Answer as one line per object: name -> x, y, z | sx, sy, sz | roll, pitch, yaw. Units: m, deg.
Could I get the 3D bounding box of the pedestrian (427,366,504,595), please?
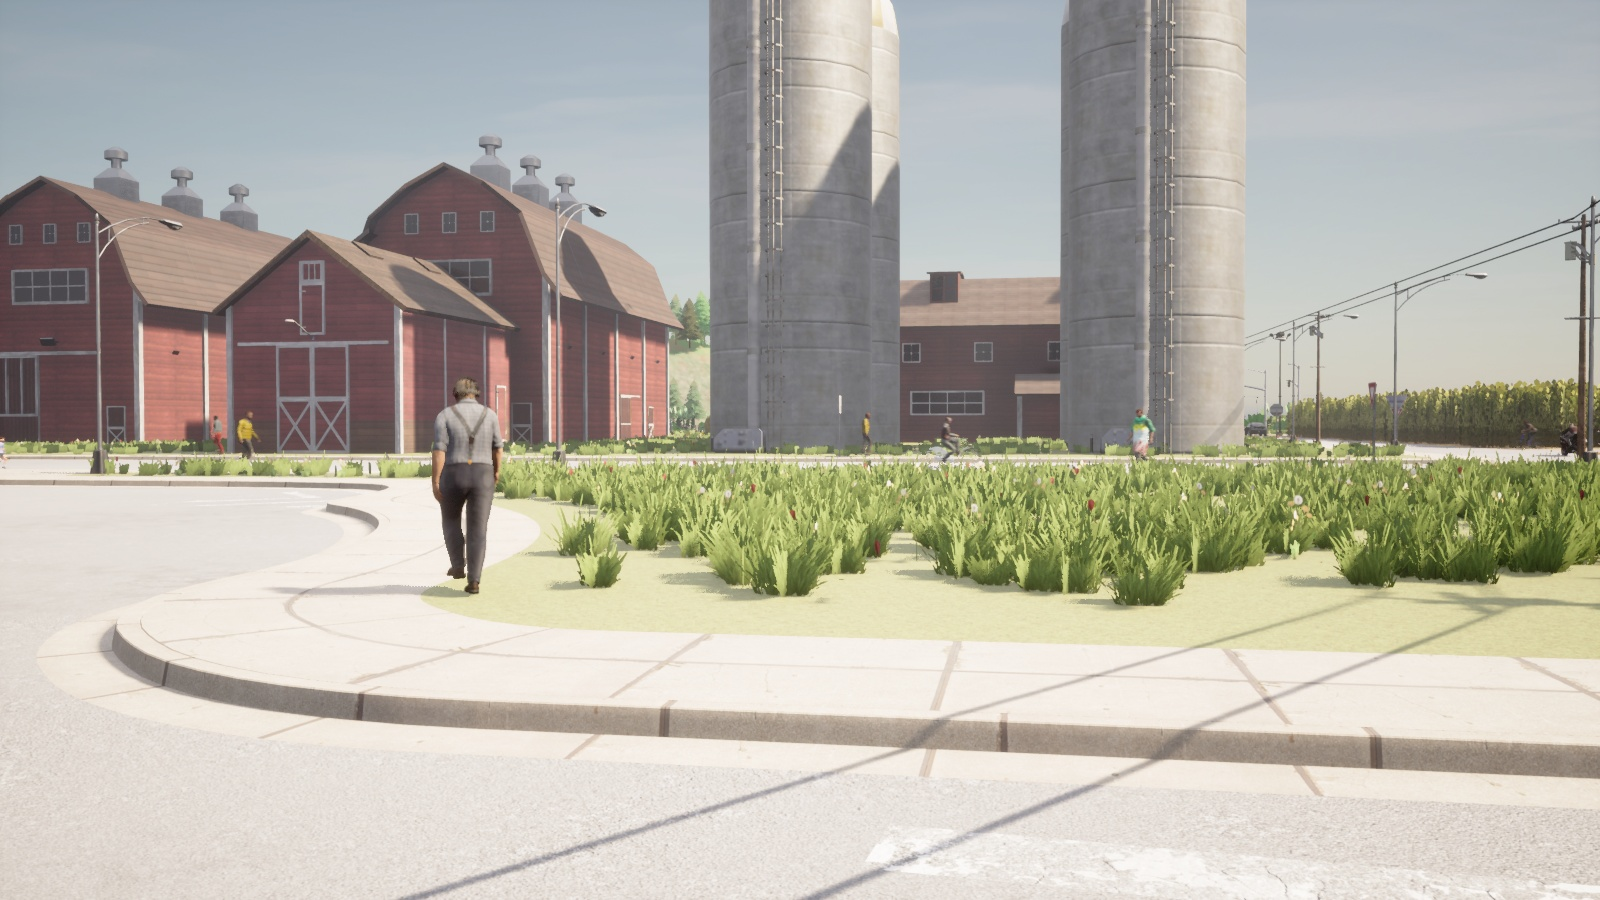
pedestrian -> -2.818, 0.240, 10.549 | 0.540, 1.848, 0.694 | 0, 1, -22

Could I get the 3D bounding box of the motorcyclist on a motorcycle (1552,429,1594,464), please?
motorcyclist on a motorcycle -> 34.784, -0.169, 56.559 | 0.866, 1.530, 2.191 | 1, 1, 10

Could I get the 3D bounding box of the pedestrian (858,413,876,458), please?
pedestrian -> 2.758, -0.616, 51.615 | 0.726, 1.835, 0.370 | 0, 1, -1

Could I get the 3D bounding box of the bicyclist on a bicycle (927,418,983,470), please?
bicyclist on a bicycle -> 5.330, -0.204, 43.160 | 1.843, 1.776, 0.659 | 0, 1, 10

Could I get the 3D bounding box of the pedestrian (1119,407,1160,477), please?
pedestrian -> 9.545, -0.227, 35.280 | 0.873, 1.952, 0.659 | 0, 1, -27

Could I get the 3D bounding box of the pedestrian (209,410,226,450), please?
pedestrian -> -26.739, -0.908, 57.625 | 0.614, 1.847, 0.353 | 0, 1, -1

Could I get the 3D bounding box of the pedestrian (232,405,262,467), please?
pedestrian -> -16.610, -0.421, 37.725 | 0.709, 1.840, 0.431 | 0, 1, 7

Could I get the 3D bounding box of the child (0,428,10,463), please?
child -> -25.462, -0.138, 40.023 | 0.394, 1.110, 0.255 | 1, 1, 10
